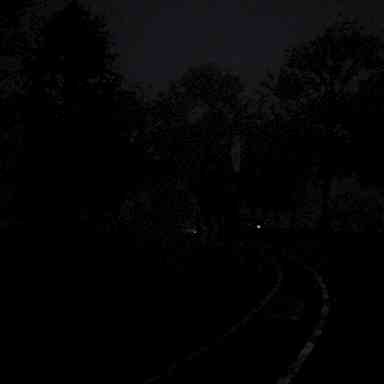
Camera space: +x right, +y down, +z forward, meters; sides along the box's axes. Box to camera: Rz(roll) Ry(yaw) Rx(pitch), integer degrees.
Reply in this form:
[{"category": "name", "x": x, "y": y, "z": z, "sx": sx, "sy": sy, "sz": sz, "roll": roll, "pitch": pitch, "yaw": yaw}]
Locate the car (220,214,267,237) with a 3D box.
[{"category": "car", "x": 3.005, "y": 2.170, "z": 22.350, "sx": 1.994, "sy": 1.385, "sz": 4.181, "roll": 1, "pitch": -2, "yaw": -35}]
